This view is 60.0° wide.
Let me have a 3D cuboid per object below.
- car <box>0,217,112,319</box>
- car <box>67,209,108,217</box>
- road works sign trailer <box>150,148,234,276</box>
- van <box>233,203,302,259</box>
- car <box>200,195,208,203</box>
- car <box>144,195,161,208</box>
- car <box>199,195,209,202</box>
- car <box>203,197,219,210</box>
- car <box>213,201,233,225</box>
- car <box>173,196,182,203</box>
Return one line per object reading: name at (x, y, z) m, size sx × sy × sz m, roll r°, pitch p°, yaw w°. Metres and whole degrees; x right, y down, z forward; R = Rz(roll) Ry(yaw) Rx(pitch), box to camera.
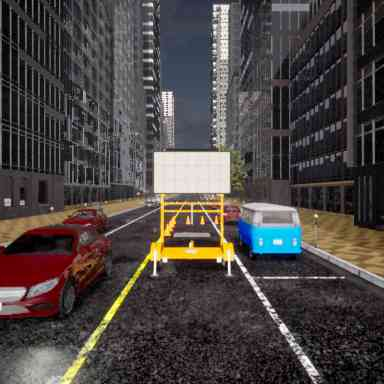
car at (-3.097, 1.524, 7.494) m, size 1.812 × 1.442 × 4.674 m, roll 0°, pitch 0°, yaw 0°
car at (-5.685, 1.578, 17.985) m, size 1.802 × 1.307 × 4.206 m, roll 0°, pitch 0°, yaw 0°
road works sign trailer at (0.003, 0.462, 10.307) m, size 2.380 × 3.560 × 2.880 m, roll 0°, pitch 0°, yaw 0°
van at (2.694, 1.338, 12.287) m, size 1.690 × 1.788 × 3.998 m, roll 0°, pitch 0°, yaw 0°
car at (2.708, 1.532, 52.134) m, size 2.008 × 1.369 × 4.403 m, roll 0°, pitch 0°, yaw 0°
car at (-5.675, 1.538, 46.448) m, size 2.008 × 1.369 × 4.403 m, roll 0°, pitch 0°, yaw 0°
car at (2.716, 1.384, 74.904) m, size 1.967 × 1.590 × 4.097 m, roll 0°, pitch 0°, yaw 0°
car at (2.704, 1.572, 40.749) m, size 1.802 × 1.307 × 4.206 m, roll 0°, pitch 0°, yaw 0°
car at (2.698, 1.576, 23.671) m, size 1.802 × 1.307 × 4.206 m, roll 0°, pitch 0°, yaw 0°
car at (-2.977, 1.502, 69.028) m, size 2.033 × 1.411 × 5.357 m, roll 0°, pitch 0°, yaw 0°
